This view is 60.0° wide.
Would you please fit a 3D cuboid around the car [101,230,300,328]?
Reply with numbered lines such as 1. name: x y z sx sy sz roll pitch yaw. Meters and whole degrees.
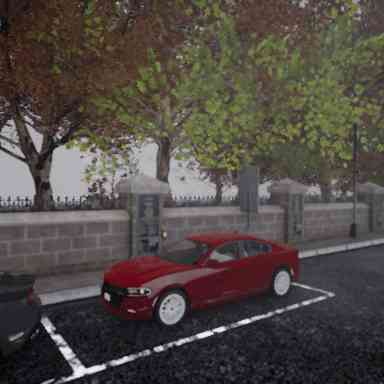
1. car: 0.382 1.549 6.994 4.507 1.381 1.887 0 0 -36

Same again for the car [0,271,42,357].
1. car: -4.096 1.550 3.731 4.403 1.369 2.008 0 0 -36
